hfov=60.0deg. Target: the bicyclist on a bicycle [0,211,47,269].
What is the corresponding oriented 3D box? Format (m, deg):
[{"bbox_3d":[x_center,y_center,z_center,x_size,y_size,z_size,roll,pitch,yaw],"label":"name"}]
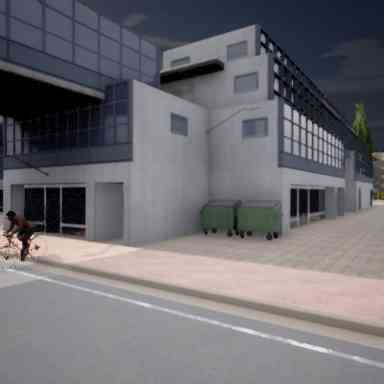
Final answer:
[{"bbox_3d":[-5.130,1.351,9.919,0.582,1.620,1.656,0,9,34],"label":"bicyclist on a bicycle"}]
